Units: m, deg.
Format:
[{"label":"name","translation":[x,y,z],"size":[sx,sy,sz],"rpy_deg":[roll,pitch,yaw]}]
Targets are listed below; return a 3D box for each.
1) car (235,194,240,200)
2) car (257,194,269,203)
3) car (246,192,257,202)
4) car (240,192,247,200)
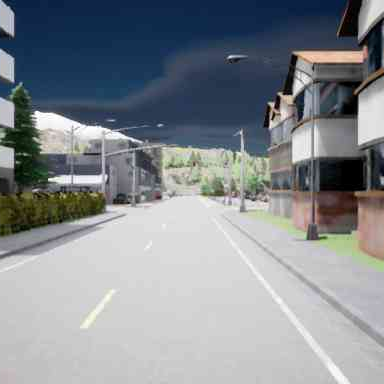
[{"label":"car","translation":[13.751,1.082,82.773],"size":[4.605,1.855,1.932],"rpy_deg":[0,0,0]},{"label":"car","translation":[14.489,1.213,60.655],"size":[3.806,1.475,1.970],"rpy_deg":[0,0,0]},{"label":"car","translation":[14.165,1.136,67.073],"size":[5.027,1.636,2.152],"rpy_deg":[0,0,0]},{"label":"car","translation":[14.164,1.061,79.867],"size":[3.866,1.878,1.905],"rpy_deg":[0,0,0]}]
